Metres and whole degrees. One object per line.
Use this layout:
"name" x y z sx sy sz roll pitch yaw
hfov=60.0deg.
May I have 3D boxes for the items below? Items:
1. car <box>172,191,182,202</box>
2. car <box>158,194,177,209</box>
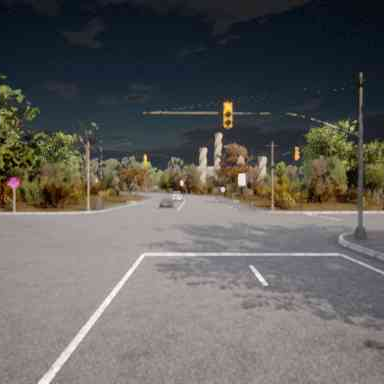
"car" -3.267 0.927 69.923 2.150 2.045 5.566 0 1 0
"car" -3.352 1.444 44.406 1.837 1.490 4.892 0 1 0
